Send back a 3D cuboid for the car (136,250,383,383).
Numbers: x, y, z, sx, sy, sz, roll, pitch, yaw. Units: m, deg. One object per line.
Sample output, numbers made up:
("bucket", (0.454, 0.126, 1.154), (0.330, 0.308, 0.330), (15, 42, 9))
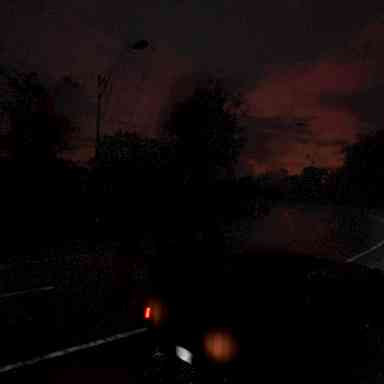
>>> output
("car", (1.590, 1.641, 5.372), (4.718, 1.301, 1.895), (0, 0, -41))
